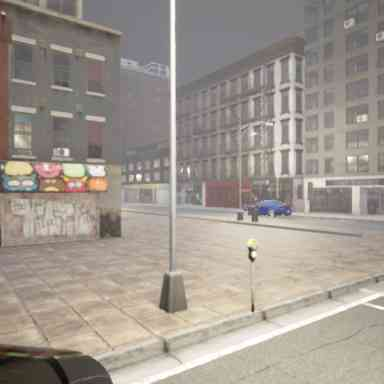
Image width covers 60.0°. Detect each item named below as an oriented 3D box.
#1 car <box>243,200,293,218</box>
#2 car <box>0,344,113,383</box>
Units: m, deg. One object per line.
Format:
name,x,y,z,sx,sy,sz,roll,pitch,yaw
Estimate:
car,6.805,1.494,30.484,1.882,1.535,5.008,0,0,-36
car,-2.335,1.568,1.148,4.313,1.339,1.947,0,0,-36
